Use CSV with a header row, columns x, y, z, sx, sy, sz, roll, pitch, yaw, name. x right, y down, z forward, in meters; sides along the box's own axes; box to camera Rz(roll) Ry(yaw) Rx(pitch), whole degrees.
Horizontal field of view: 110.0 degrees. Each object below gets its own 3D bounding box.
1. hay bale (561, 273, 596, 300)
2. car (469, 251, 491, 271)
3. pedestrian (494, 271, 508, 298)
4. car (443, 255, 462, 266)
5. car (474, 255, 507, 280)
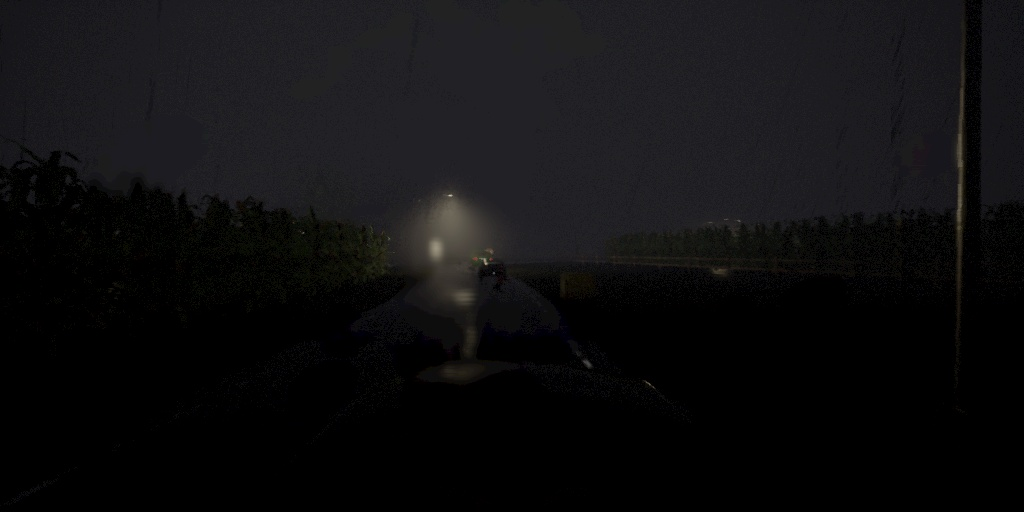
x,y,z,sx,sy,sz,roll,pitch,yaw,name
2.728,1.193,14.764,1.220,1.180,1.240,0,0,-4,hay bale
-3.366,0.471,38.939,2.150,2.045,5.566,-1,1,-11,car
-0.477,0.842,15.264,0.375,1.860,0.375,-1,1,-9,pedestrian
-8.358,0.618,50.168,1.882,1.535,5.008,-1,1,-23,car
-1.460,0.897,26.064,2.128,1.511,4.902,0,1,-7,car
